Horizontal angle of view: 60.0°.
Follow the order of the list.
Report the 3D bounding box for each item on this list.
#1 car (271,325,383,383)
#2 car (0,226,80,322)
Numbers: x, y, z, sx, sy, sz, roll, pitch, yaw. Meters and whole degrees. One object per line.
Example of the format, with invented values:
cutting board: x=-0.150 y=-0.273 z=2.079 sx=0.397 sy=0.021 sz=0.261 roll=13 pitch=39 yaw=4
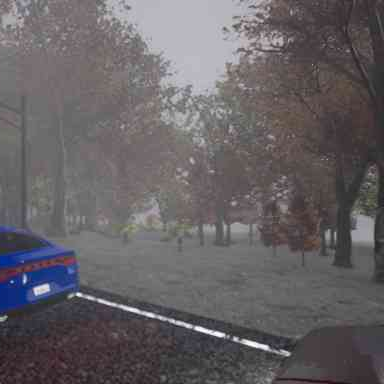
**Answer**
car: x=3.074 y=1.518 z=1.733 sx=5.357 sy=1.411 sz=2.033 roll=-2 pitch=1 yaw=34
car: x=-4.359 y=1.439 z=6.683 sx=5.008 sy=1.535 sz=1.882 roll=-2 pitch=2 yaw=36
